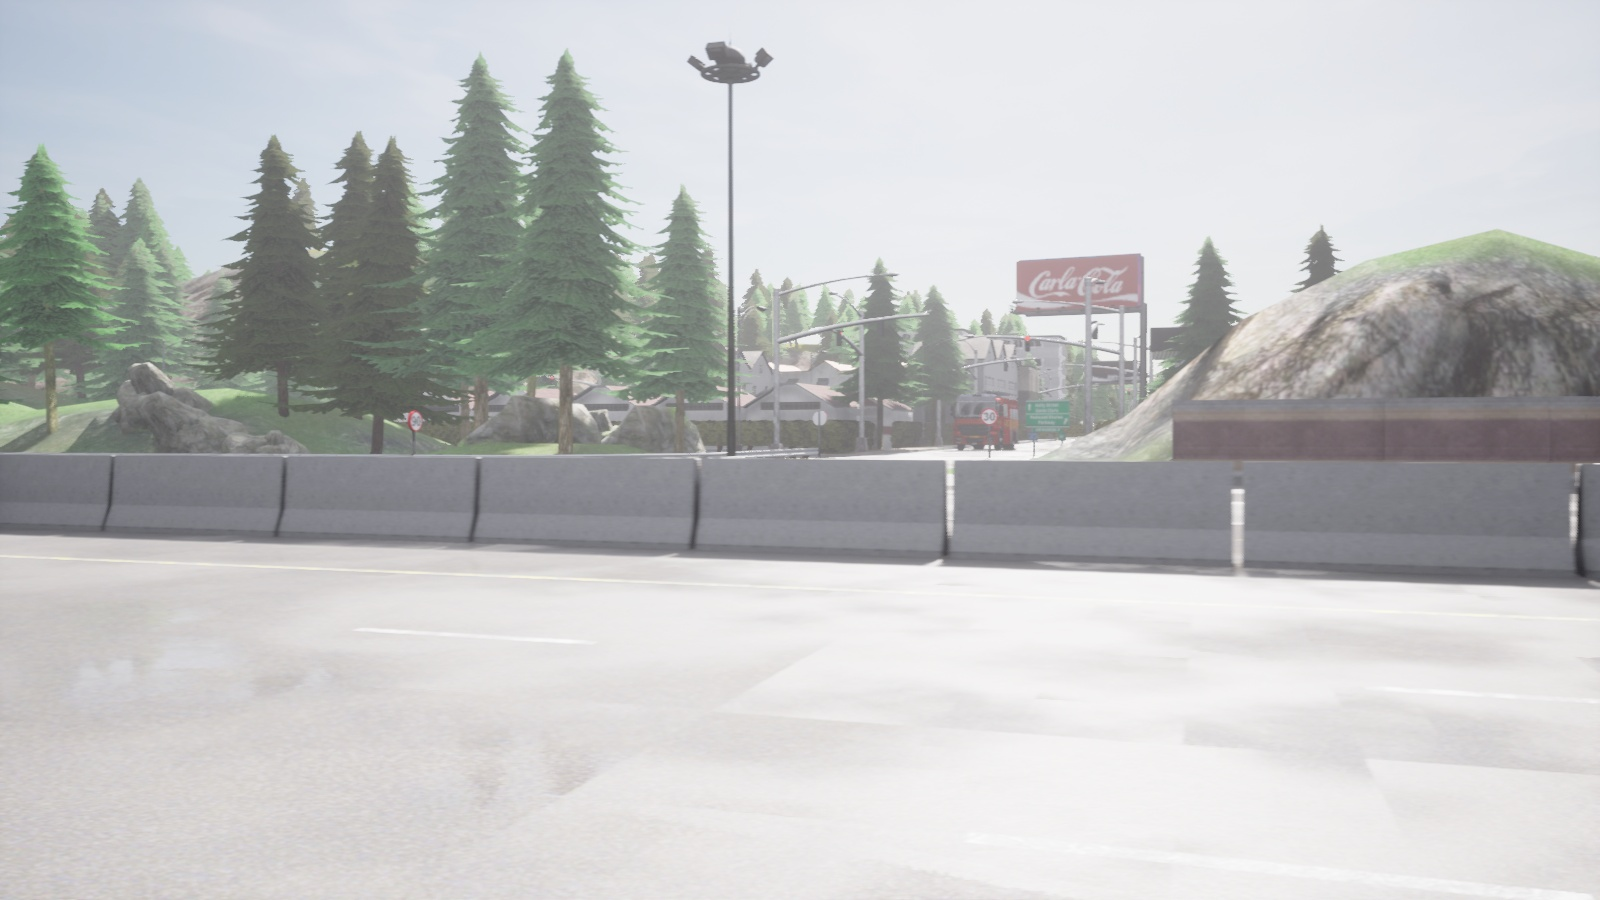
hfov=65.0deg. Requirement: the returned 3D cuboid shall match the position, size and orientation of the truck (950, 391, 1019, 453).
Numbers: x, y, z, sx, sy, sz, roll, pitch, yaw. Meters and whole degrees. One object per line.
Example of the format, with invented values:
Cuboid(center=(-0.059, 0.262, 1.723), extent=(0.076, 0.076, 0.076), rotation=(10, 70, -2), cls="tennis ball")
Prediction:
Cuboid(center=(12.193, -1.817, 82.278), extent=(2.891, 3.827, 8.468), rotation=(1, 1, 19), cls="truck")
